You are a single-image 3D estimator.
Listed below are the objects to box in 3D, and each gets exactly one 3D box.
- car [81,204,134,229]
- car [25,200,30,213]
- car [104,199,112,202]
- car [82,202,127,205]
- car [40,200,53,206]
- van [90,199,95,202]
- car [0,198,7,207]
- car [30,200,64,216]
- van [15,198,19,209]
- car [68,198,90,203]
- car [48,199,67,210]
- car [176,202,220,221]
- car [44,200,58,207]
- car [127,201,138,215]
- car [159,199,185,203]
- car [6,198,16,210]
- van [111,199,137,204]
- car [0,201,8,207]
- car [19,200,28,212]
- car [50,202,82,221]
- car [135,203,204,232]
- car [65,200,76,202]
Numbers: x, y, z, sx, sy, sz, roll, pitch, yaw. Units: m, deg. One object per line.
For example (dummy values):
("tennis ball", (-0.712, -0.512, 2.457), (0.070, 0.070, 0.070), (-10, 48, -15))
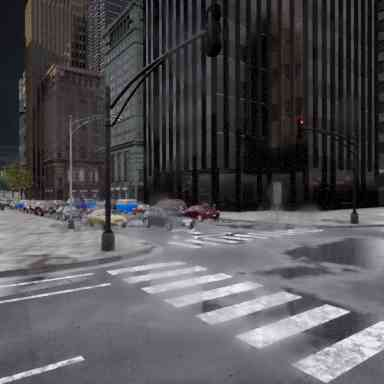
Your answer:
("car", (-6.286, 1.843, 24.371), (1.752, 1.417, 4.829), (-1, 0, -35))
("car", (-20.525, 2.195, 44.430), (1.887, 1.381, 4.507), (-1, 0, -35))
("car", (-11.189, 1.874, 46.043), (2.192, 1.841, 5.009), (-1, 0, -35))
("car", (-8.611, 1.959, 32.273), (2.033, 1.411, 5.357), (0, -1, -35))
("car", (-34.732, 2.659, 79.173), (1.947, 1.339, 4.313), (-1, 0, -35))
("van", (-17.068, 2.036, 54.346), (1.690, 1.788, 3.998), (-1, 0, -35))
("car", (-41.279, 2.666, 73.667), (1.887, 1.381, 4.507), (-1, 0, -35))
("car", (-17.702, 1.900, 40.446), (2.192, 1.841, 5.009), (-1, 0, -35))
("van", (-26.185, 2.122, 52.398), (1.690, 1.788, 3.998), (-1, 0, -35))
("car", (-17.904, 1.897, 50.879), (2.150, 2.045, 5.566), (0, -1, -35))
("car", (-24.062, 2.169, 59.563), (2.097, 1.767, 4.553), (0, -1, -35))
("car", (0.576, 1.828, 29.437), (1.887, 1.381, 4.507), (-1, 0, -35))
("car", (-31.720, 2.594, 74.930), (1.947, 1.339, 4.313), (-1, 0, -35))
("car", (-5.303, 2.003, 37.740), (1.802, 1.307, 4.206), (-1, 0, -35))
("car", (-2.369, 1.667, 33.589), (2.192, 1.841, 5.009), (-1, 0, -35))
("car", (-31.943, 2.353, 60.511), (1.967, 1.590, 4.097), (-1, 0, -35))
("van", (-8.249, 1.831, 41.892), (1.690, 1.788, 3.998), (-1, 0, -35))
("car", (-44.391, 2.770, 78.051), (1.802, 1.307, 4.206), (-1, 0, -35))
("car", (-23.355, 2.156, 48.413), (1.967, 1.590, 4.097), (-1, 0, -35))
("car", (-12.040, 2.003, 32.477), (2.008, 1.369, 4.403), (-1, 0, -35))
("car", (-1.648, 1.739, 22.399), (2.128, 1.511, 4.902), (0, -1, -34))
("car", (-17.745, 2.190, 45.187), (1.994, 1.385, 4.181), (0, -1, -35))
